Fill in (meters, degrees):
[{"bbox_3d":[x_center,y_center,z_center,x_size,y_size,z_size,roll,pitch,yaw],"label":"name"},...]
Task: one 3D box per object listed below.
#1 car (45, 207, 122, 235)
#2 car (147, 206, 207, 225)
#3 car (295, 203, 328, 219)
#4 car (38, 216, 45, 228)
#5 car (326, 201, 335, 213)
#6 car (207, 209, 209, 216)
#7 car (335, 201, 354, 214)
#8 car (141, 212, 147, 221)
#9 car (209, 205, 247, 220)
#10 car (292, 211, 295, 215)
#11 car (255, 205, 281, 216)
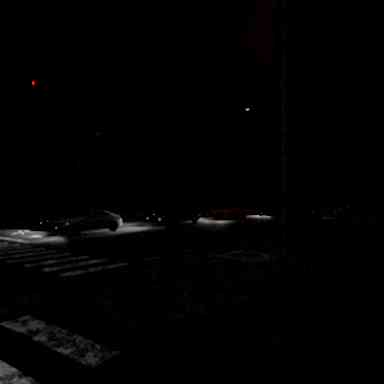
[{"bbox_3d":[-6.571,1.864,21.337,1.812,1.442,4.674,0,-1,36],"label":"car"},{"bbox_3d":[-1.182,2.003,28.865,2.128,1.511,4.902,0,-1,36],"label":"car"},{"bbox_3d":[13.712,2.351,38.099,1.994,1.385,4.181,0,-1,36],"label":"car"},{"bbox_3d":[-8.612,1.879,24.099,1.837,1.490,4.892,0,-1,36],"label":"car"},{"bbox_3d":[22.511,2.667,55.907,2.128,1.511,4.902,0,-1,36],"label":"car"},{"bbox_3d":[3.127,2.354,40.406,1.895,1.301,4.718,0,-1,36],"label":"car"},{"bbox_3d":[24.845,2.648,53.583,1.837,1.490,4.892,0,-3,35],"label":"car"},{"bbox_3d":[-2.763,2.162,32.230,1.895,1.301,4.718,0,-1,36],"label":"car"},{"bbox_3d":[4.306,2.167,36.484,1.882,1.535,5.008,0,-1,36],"label":"car"},{"bbox_3d":[15.101,2.460,45.600,1.812,1.442,4.674,0,-1,35],"label":"car"},{"bbox_3d":[10.509,2.438,45.041,2.033,1.411,5.357,0,-1,36],"label":"car"}]
